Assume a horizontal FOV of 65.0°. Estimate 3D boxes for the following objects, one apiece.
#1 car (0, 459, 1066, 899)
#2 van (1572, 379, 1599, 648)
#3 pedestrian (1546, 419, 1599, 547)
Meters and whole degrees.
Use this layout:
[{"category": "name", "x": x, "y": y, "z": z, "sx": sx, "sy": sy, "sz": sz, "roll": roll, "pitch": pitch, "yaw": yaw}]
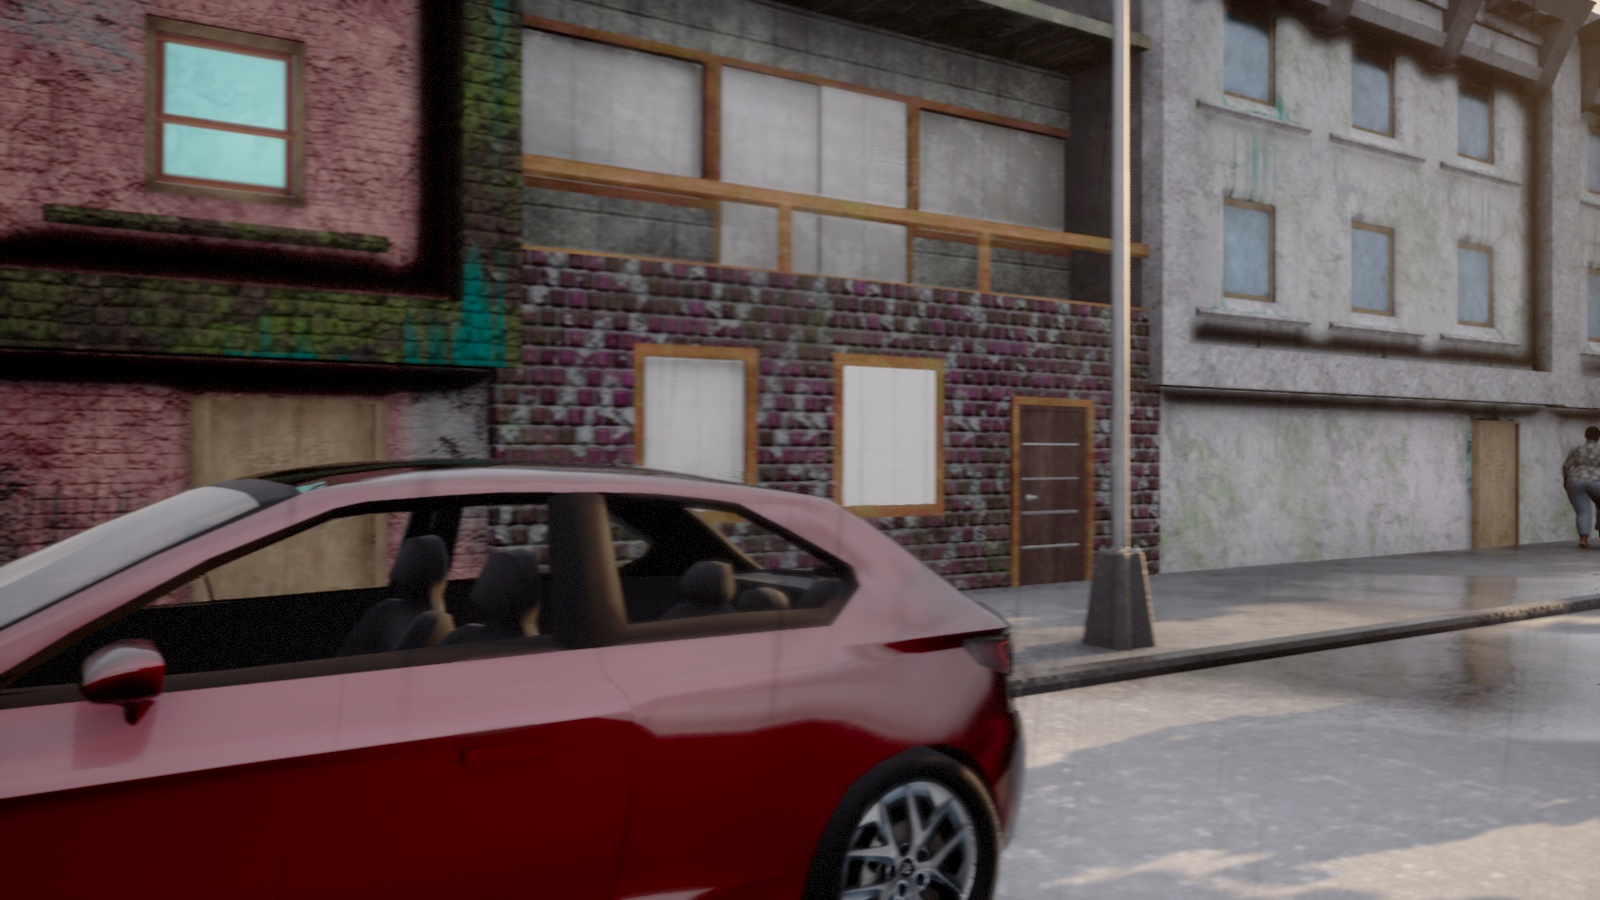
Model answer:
[{"category": "car", "x": -1.455, "y": 0.770, "z": 3.255, "sx": 4.193, "sy": 1.474, "sz": 1.816, "roll": 0, "pitch": 0, "yaw": -35}, {"category": "van", "x": 8.384, "y": 0.478, "z": 10.105, "sx": 4.480, "sy": 2.038, "sz": 2.069, "roll": 0, "pitch": 0, "yaw": -35}, {"category": "pedestrian", "x": 11.817, "y": 0.480, "z": 18.771, "sx": 0.900, "sy": 1.855, "sz": 0.874, "roll": 0, "pitch": 0, "yaw": -40}]
